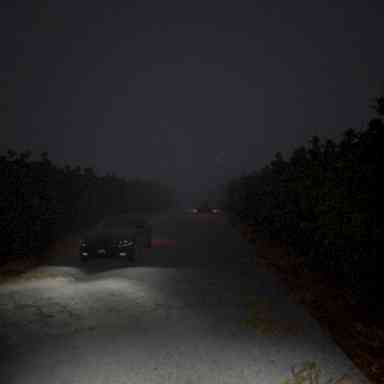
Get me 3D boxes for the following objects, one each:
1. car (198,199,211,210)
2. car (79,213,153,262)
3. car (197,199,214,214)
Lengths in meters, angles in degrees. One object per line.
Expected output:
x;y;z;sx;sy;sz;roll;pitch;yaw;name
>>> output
1.880;1.736;48.729;1.882;1.535;5.008;0;-1;3;car
-2.740;1.633;12.961;1.882;1.535;5.008;0;-1;2;car
1.535;1.749;39.109;1.812;1.442;4.674;0;0;2;car
